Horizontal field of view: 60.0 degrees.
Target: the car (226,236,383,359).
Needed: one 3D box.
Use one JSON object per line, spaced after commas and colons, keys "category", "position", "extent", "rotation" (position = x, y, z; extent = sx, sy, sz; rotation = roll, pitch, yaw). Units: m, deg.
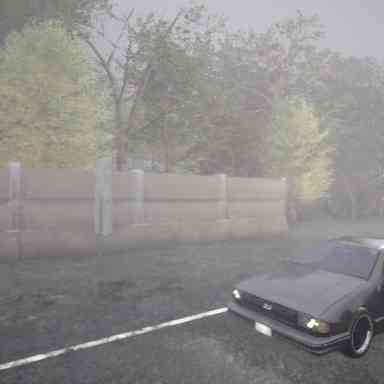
{"category": "car", "position": [3.184, 1.600, 6.260], "extent": [5.357, 1.411, 2.033], "rotation": [1, 0, -35]}
